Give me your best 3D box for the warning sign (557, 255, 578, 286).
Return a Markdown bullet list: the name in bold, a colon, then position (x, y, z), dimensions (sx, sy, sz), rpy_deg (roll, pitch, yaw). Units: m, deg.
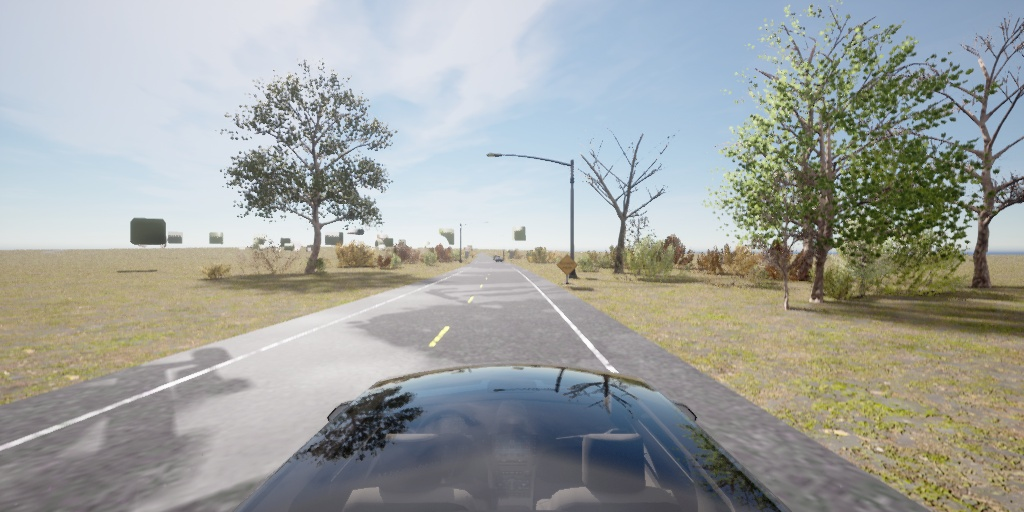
- **warning sign**: position (3.343, 0.838, 21.795), dimensions (1.300, 1.860, 1.060), rpy_deg (0, 0, -1)
